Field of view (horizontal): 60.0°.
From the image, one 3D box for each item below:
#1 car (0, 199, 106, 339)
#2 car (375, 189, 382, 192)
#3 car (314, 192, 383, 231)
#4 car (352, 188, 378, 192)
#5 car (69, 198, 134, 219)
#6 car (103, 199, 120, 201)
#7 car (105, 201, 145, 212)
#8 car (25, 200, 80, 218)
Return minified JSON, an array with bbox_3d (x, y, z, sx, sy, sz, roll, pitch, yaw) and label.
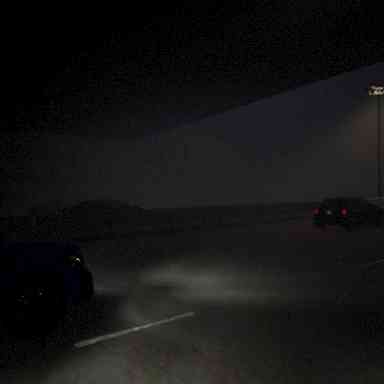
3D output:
[{"bbox_3d":[-4.404,1.234,4.909,5.566,2.045,2.150,-1,1,-35],"label":"car"},{"bbox_3d":[31.134,0.689,51.568,5.357,1.411,2.033,-1,1,-35],"label":"car"},{"bbox_3d":[8.886,1.073,18.587,4.553,1.767,2.097,-1,1,-35],"label":"car"},{"bbox_3d":[29.109,0.442,54.422,5.566,2.045,2.150,-1,1,-35],"label":"car"},{"bbox_3d":[-7.698,1.332,28.542,4.902,1.511,2.128,-1,1,-35],"label":"car"},{"bbox_3d":[-7.625,1.356,24.310,5.008,1.535,1.882,-1,1,-35],"label":"car"},{"bbox_3d":[-4.864,1.465,21.975,4.718,1.301,1.895,-1,1,-35],"label":"car"},{"bbox_3d":[-12.345,1.455,29.545,4.181,1.385,1.994,-1,1,-35],"label":"car"}]
